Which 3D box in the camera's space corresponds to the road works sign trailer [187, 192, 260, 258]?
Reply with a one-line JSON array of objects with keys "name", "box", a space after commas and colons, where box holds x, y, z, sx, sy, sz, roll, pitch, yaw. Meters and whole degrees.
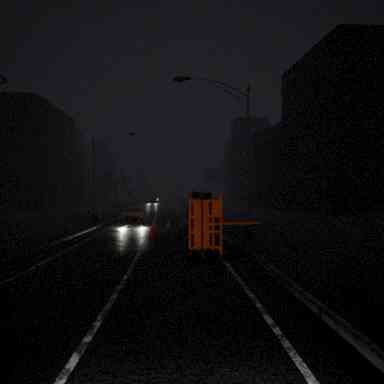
[{"name": "road works sign trailer", "box": [0.820, 1.165, 13.288, 2.880, 2.380, 3.560, 0, -1, -13]}]

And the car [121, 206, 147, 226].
[{"name": "car", "box": [-4.950, 1.989, 28.723, 1.882, 1.535, 5.008, 0, -1, -5]}]

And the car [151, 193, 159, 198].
[{"name": "car", "box": [-10.057, 0.902, 90.570, 1.994, 1.385, 4.181, 0, 1, -5]}]

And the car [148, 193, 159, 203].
[{"name": "car", "box": [-8.282, 1.571, 69.481, 1.812, 1.442, 4.674, 0, 2, -5]}]

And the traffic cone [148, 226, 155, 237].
[{"name": "traffic cone", "box": [-2.241, 2.183, 18.404, 0.340, 0.580, 0.340, -1, -2, -5]}]
